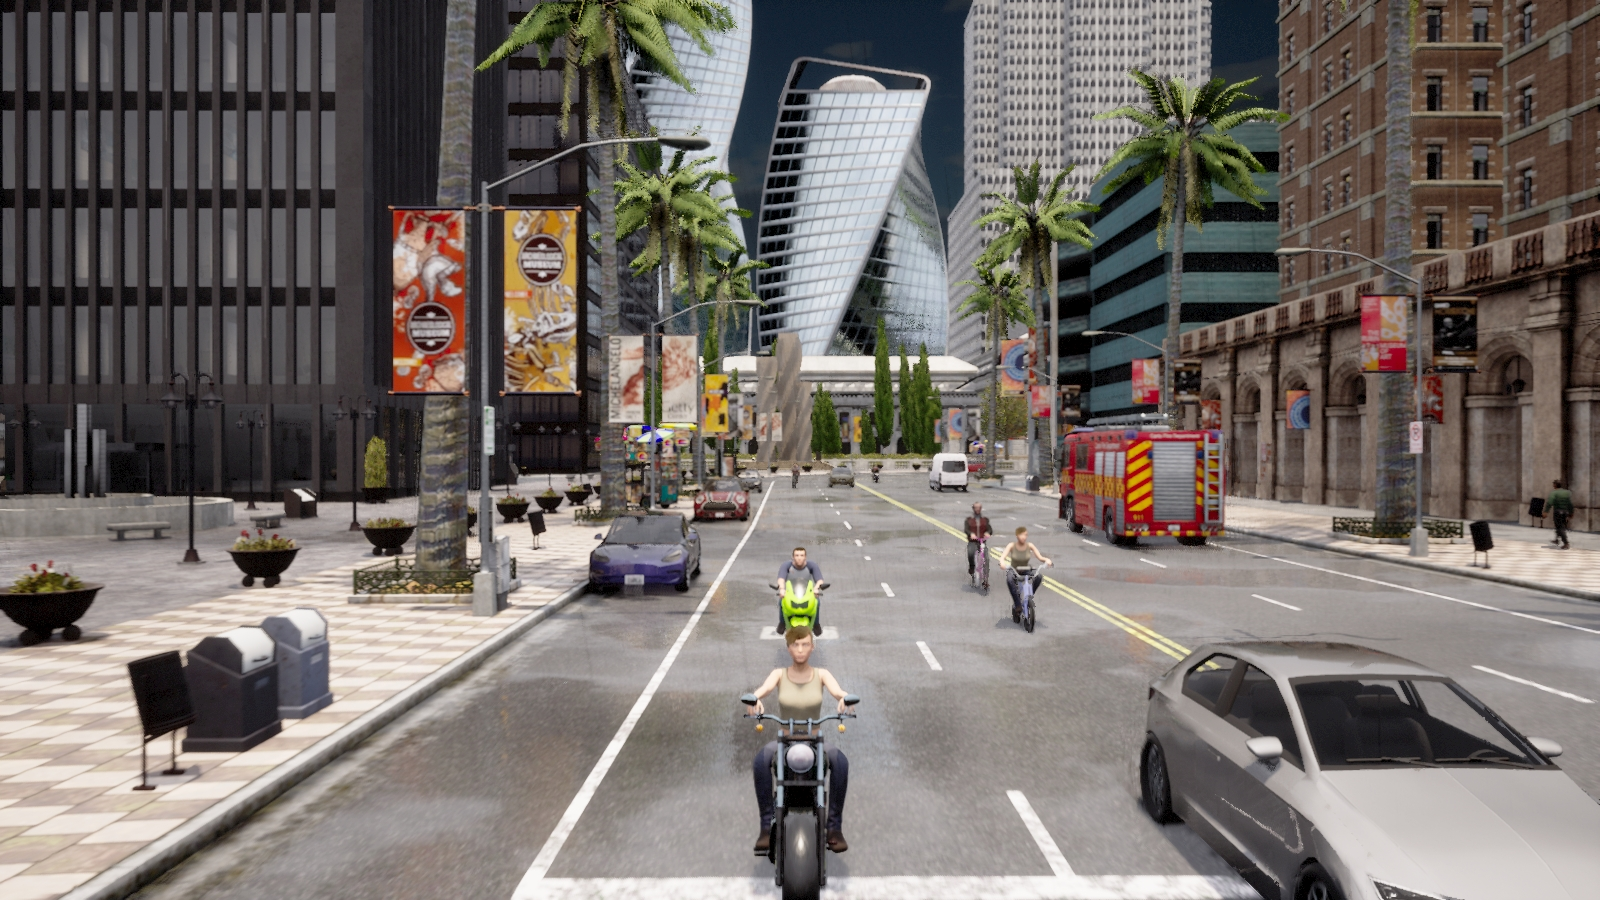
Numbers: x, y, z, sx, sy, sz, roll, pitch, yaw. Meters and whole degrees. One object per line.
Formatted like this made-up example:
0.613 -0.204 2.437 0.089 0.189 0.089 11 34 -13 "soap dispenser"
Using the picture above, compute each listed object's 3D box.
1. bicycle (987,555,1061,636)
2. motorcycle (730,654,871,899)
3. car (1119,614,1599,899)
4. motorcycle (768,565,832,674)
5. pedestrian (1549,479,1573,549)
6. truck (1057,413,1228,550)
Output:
3.491 2.256 17.896 0.859 1.080 1.487 0 0 0 "bicycle"
0.005 2.170 7.368 0.764 1.277 2.356 0 0 0 "motorcycle"
3.504 2.065 7.165 1.816 1.474 4.193 0 0 0 "car"
-0.004 2.212 15.205 0.803 1.145 2.033 0 0 0 "motorcycle"
20.235 1.696 30.386 0.375 1.860 0.375 0 0 0 "pedestrian"
10.525 0.889 36.150 2.891 3.827 8.468 0 0 0 "truck"
